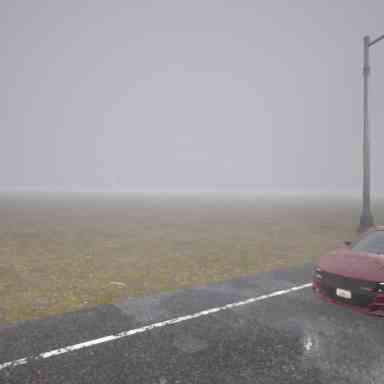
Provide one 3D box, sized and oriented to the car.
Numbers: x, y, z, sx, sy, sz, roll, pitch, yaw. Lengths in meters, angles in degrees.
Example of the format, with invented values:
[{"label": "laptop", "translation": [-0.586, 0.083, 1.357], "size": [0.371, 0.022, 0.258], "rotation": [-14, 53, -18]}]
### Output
[{"label": "car", "translation": [4.650, 1.479, 7.196], "size": [5.008, 1.535, 1.882], "rotation": [0, 0, -36]}]
